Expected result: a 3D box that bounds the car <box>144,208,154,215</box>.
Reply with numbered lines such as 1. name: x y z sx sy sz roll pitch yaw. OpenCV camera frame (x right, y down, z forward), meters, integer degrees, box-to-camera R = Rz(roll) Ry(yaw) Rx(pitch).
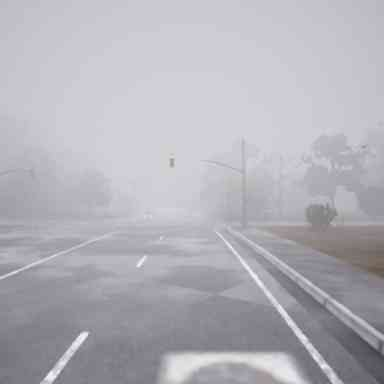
1. car: -10.494 4.705 80.877 2.097 1.767 4.553 0 -1 0
